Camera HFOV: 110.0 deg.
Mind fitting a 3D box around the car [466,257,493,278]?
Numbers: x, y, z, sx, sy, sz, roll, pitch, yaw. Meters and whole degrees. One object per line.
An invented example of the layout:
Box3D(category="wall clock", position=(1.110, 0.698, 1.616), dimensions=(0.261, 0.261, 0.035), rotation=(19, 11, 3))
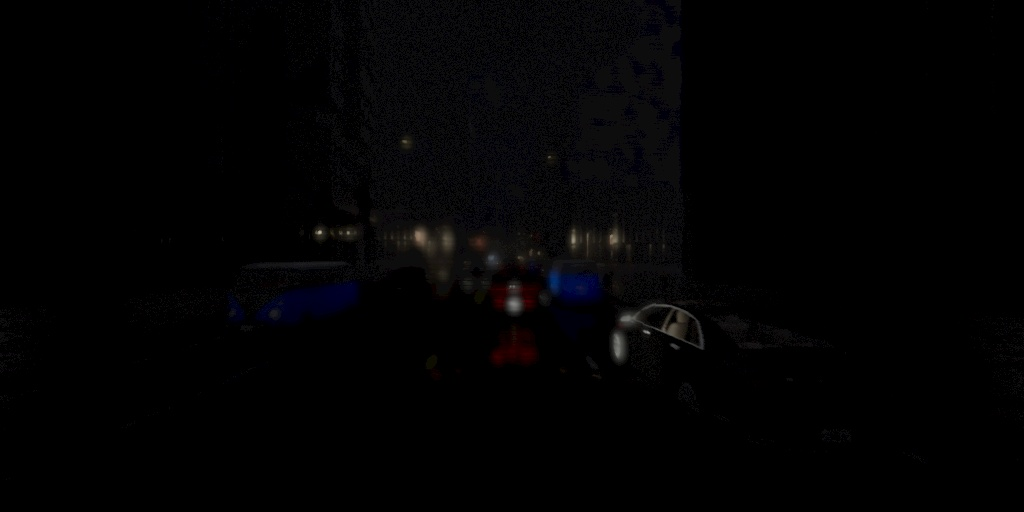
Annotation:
Box3D(category="car", position=(-3.110, 1.152, 33.207), dimensions=(1.882, 1.535, 5.008), rotation=(0, 0, 0))

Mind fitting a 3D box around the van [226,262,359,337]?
Box3D(category="van", position=(-5.765, 1.070, 9.910), dimensions=(1.690, 1.789, 3.998), rotation=(0, 0, 0))

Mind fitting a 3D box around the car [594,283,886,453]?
Box3D(category="car", position=(2.761, 1.292, 5.228), dimensions=(2.007, 1.370, 4.403), rotation=(0, 0, 0))

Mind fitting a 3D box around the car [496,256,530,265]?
Box3D(category="car", position=(0.075, 1.036, 28.948), dimensions=(2.097, 1.767, 4.553), rotation=(0, 0, 0))

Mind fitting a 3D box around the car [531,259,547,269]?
Box3D(category="car", position=(3.136, 1.195, 35.564), dimensions=(1.812, 1.442, 4.674), rotation=(0, 0, 0))

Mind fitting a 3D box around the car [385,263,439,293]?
Box3D(category="car", position=(-5.769, 1.269, 20.487), dimensions=(1.948, 1.339, 4.313), rotation=(0, 0, 0))

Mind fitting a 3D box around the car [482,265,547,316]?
Box3D(category="car", position=(0.080, 1.224, 13.269), dimensions=(1.837, 1.490, 4.892), rotation=(0, 0, 0))

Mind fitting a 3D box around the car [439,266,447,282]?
Box3D(category="car", position=(-5.771, 1.217, 25.607), dimensions=(1.751, 1.417, 4.829), rotation=(0, 0, 0))

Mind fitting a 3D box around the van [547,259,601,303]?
Box3D(category="van", position=(2.758, 1.055, 16.054), dimensions=(1.690, 1.789, 3.998), rotation=(0, 0, 0))
